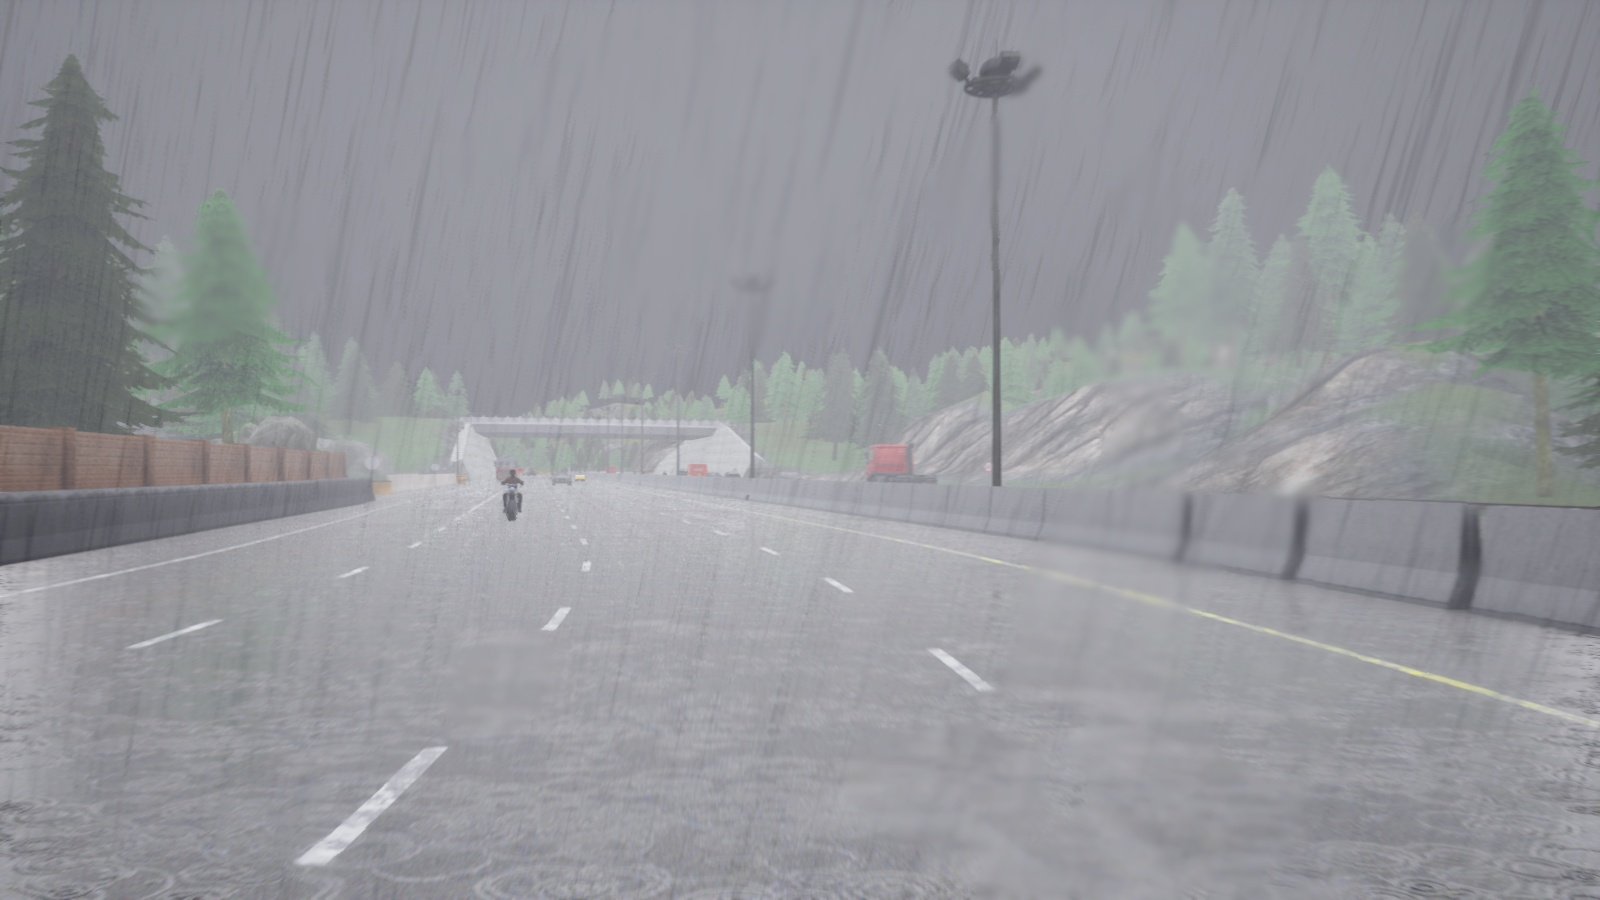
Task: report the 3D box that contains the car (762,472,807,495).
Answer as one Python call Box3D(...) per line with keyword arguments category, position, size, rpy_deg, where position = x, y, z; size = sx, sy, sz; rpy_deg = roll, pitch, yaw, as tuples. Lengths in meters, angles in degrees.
Box3D(category="car", position=(-1.120, 2.260, 86.231), size=(2.163, 1.488, 4.792), rpy_deg=(0, -1, -12))

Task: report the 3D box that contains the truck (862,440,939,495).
Box3D(category="truck", position=(6.587, 1.183, 83.635), size=(2.891, 3.462, 7.936), rpy_deg=(0, -1, -12))

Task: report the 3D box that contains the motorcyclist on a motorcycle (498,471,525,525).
Box3D(category="motorcyclist on a motorcycle", position=(-9.027, 1.481, 39.363), size=(0.766, 1.649, 2.350), rpy_deg=(0, -1, -12))
